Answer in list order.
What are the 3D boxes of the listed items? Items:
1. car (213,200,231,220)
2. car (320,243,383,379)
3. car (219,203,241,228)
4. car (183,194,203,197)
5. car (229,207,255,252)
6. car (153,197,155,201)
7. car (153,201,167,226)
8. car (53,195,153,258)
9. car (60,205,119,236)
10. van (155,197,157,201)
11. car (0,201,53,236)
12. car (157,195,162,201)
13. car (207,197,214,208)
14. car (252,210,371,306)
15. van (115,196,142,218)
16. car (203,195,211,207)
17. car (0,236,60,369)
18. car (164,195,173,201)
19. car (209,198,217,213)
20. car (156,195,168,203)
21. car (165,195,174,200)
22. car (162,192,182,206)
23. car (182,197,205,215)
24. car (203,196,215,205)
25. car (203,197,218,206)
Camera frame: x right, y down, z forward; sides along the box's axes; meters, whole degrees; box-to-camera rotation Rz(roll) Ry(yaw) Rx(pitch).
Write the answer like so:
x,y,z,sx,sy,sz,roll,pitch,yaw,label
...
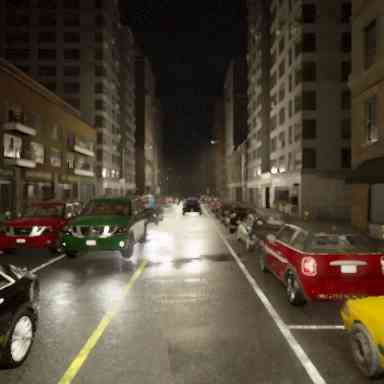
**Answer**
x,y,z,sx,sy,sz,roll,pitch,yaw,label
2.866,1.504,24.581,1.887,1.381,4.507,0,0,0,car
2.858,1.521,2.647,1.752,1.417,4.829,0,0,0,car
2.864,1.535,19.055,1.947,1.339,4.313,0,0,0,car
0.054,1.404,46.222,2.128,1.511,4.902,0,0,1,car
2.862,1.530,13.529,2.008,1.369,4.403,0,0,0,car
-5.655,1.252,35.636,2.192,1.841,5.009,0,0,0,car
-3.069,1.563,23.291,1.895,1.301,4.718,0,0,0,car
-3.080,1.202,12.993,2.150,2.045,5.566,0,0,1,car
-5.661,1.520,19.059,2.008,1.369,4.403,0,0,0,car
-5.650,1.267,41.161,1.690,1.788,3.998,0,0,0,van
-5.664,1.294,13.532,2.192,1.841,5.009,0,0,0,car
-5.646,1.412,57.570,1.752,1.417,4.829,0,0,0,car
2.871,1.519,35.633,1.802,1.307,4.206,0,0,0,car
2.860,1.428,8.002,1.967,1.590,4.097,0,0,0,car
-5.657,1.290,30.110,1.690,1.788,3.998,0,0,0,van
2.875,1.463,46.685,2.008,1.369,4.403,0,0,0,car
-3.088,1.500,2.903,1.837,1.490,4.892,0,0,0,car
-5.638,1.363,79.673,1.752,1.417,4.829,0,0,0,car
2.869,1.500,30.106,2.008,1.369,4.403,0,0,0,car
-5.644,1.313,63.265,1.967,1.590,4.097,0,0,0,car
-5.636,1.377,85.368,2.008,1.369,4.403,0,0,0,car
-2.980,1.177,50.873,2.097,1.767,4.553,0,0,0,car
0.018,1.469,32.632,1.812,1.442,4.674,0,0,0,car
2.879,1.468,57.736,1.802,1.307,4.206,0,0,0,car
2.877,1.450,52.210,2.008,1.369,4.403,0,0,0,car
